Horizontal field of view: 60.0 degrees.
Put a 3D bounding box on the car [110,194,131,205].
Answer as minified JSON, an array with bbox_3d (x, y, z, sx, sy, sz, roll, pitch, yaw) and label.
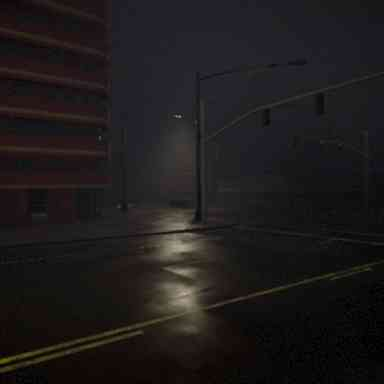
[{"bbox_3d":[-12.149,1.165,56.253,2.097,1.767,4.553,-1,1,-36],"label":"car"}]

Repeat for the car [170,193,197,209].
[{"bbox_3d":[-0.862,1.299,41.041,2.128,1.511,4.902,-1,1,-37],"label":"car"}]

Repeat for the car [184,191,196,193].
[{"bbox_3d":[-0.011,0.687,79.869,4.611,1.667,2.242,-1,1,-35],"label":"car"}]

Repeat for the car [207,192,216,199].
[{"bbox_3d":[3.965,0.833,75.652,3.806,1.475,1.970,-1,1,-35],"label":"car"}]
